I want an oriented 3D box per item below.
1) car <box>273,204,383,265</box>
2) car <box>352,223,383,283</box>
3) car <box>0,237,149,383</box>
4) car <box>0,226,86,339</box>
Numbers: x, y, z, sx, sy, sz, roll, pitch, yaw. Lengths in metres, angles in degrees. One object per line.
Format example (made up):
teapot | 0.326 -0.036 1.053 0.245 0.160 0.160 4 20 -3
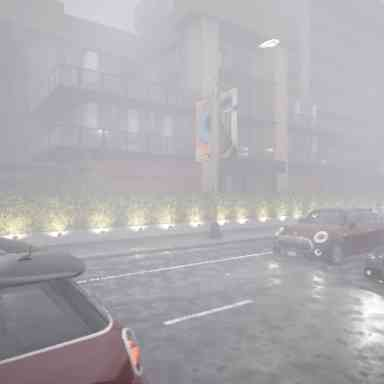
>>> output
car | 4.971 1.348 11.746 4.553 1.767 2.097 0 0 -35
car | 6.143 1.562 8.295 4.181 1.385 1.994 0 0 -35
car | -2.608 1.352 2.162 4.553 1.767 2.097 0 0 -35
car | -4.388 1.505 5.202 4.892 1.490 1.837 0 0 -34
